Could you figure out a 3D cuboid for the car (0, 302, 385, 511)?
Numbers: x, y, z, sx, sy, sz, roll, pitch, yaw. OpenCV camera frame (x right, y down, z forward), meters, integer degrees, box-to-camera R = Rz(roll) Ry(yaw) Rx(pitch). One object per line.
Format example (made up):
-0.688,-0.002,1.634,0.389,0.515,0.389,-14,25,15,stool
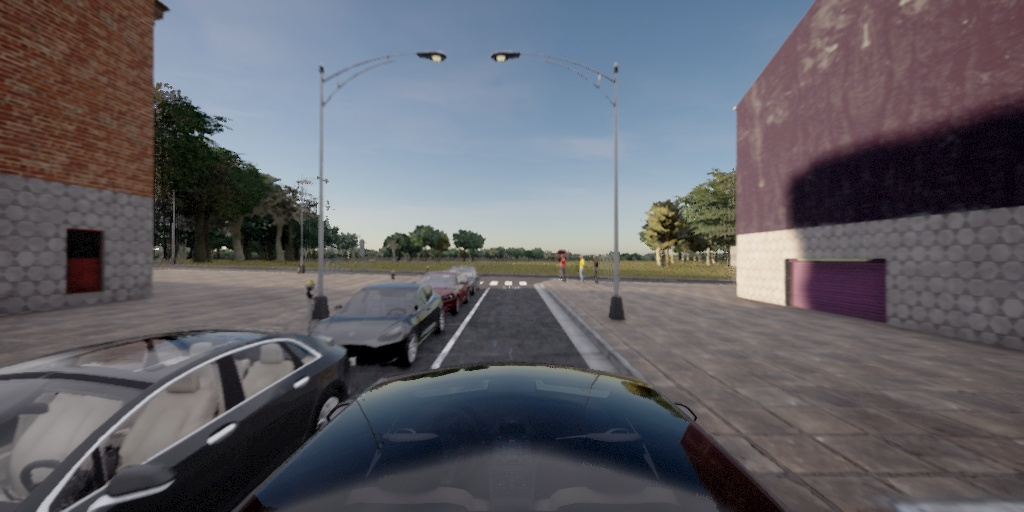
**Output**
-2.637,1.298,2.333,2.007,1.370,4.403,0,0,0,car

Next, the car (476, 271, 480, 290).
-2.636,1.221,18.956,2.007,1.370,4.403,0,0,0,car

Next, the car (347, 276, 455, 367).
-2.636,1.287,7.874,1.948,1.339,4.313,0,0,0,car

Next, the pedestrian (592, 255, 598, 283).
5.459,0.856,23.291,0.375,1.860,0.375,1,0,0,pedestrian

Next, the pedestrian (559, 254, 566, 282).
3.430,0.785,23.892,0.375,1.860,0.375,1,0,0,pedestrian

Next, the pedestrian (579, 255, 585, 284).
4.459,0.814,22.691,0.375,1.860,0.375,1,0,0,pedestrian

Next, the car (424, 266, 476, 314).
-2.636,1.241,13.414,1.888,1.381,4.507,0,0,0,car
